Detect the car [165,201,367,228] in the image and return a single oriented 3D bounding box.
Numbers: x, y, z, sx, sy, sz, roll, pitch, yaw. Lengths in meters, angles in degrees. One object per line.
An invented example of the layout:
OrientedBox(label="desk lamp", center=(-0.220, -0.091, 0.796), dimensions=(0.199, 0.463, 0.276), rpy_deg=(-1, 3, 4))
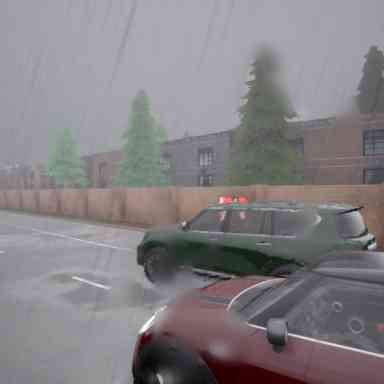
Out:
OrientedBox(label="car", center=(1.185, 1.223, 7.709), dimensions=(5.566, 2.045, 2.150), rpy_deg=(0, 0, 39))

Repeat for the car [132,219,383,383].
OrientedBox(label="car", center=(1.570, 1.352, 3.035), dimensions=(4.553, 1.767, 2.097), rpy_deg=(0, 0, 36))

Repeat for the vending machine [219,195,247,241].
OrientedBox(label="vending machine", center=(1.982, 1.195, 16.014), dimensions=(0.880, 2.100, 1.100), rpy_deg=(0, 0, 42))
